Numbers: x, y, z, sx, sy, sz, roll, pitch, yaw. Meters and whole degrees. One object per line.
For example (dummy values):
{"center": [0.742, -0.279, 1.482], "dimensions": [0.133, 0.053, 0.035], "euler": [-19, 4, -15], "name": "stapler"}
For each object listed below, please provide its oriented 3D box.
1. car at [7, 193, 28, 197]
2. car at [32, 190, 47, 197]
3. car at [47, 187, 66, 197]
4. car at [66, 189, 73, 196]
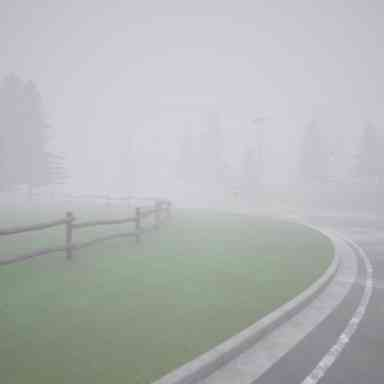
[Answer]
{"center": [-34.400, 0.259, 65.128], "dimensions": [5.008, 1.535, 1.882], "euler": [1, 1, 40], "name": "car"}
{"center": [-32.179, 0.251, 67.829], "dimensions": [5.008, 1.535, 1.882], "euler": [1, 1, 40], "name": "car"}
{"center": [-29.714, -0.005, 70.326], "dimensions": [5.566, 2.045, 2.150], "euler": [1, 1, 40], "name": "car"}
{"center": [-28.323, 0.098, 73.740], "dimensions": [4.553, 1.767, 2.097], "euler": [1, 1, 40], "name": "car"}
